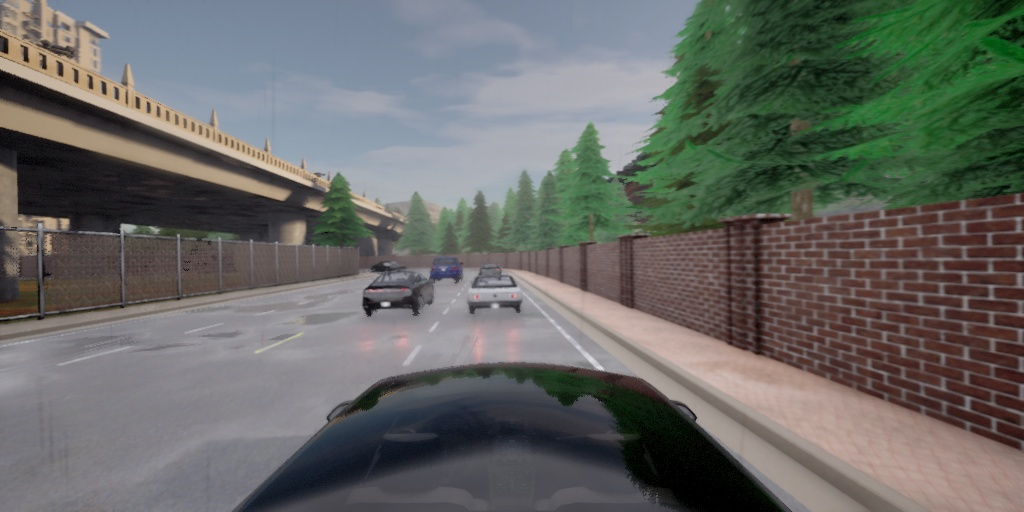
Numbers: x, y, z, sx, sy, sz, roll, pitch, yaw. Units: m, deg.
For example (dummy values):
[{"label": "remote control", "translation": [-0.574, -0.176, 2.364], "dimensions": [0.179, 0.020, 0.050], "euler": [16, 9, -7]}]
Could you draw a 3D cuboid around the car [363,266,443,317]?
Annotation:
[{"label": "car", "translation": [-4.184, 1.332, 13.856], "dimensions": [2.128, 1.511, 4.902], "euler": [-1, 0, -3]}]

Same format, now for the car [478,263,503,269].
[{"label": "car", "translation": [-1.810, 1.303, 30.534], "dimensions": [2.128, 1.511, 4.902], "euler": [-1, 0, -4]}]

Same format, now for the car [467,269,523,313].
[{"label": "car", "translation": [-0.691, 1.376, 14.126], "dimensions": [1.895, 1.301, 4.718], "euler": [-1, 0, -3]}]

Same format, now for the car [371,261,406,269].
[{"label": "car", "translation": [-17.363, 1.599, 49.385], "dimensions": [5.008, 1.535, 1.882], "euler": [-1, -1, 36]}]

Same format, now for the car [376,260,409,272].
[{"label": "car", "translation": [-18.047, 1.489, 54.062], "dimensions": [4.553, 1.767, 2.097], "euler": [-1, 0, 25]}]

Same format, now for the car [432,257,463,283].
[{"label": "car", "translation": [-5.235, 1.098, 29.175], "dimensions": [2.150, 2.045, 5.566], "euler": [-1, 0, -3]}]
